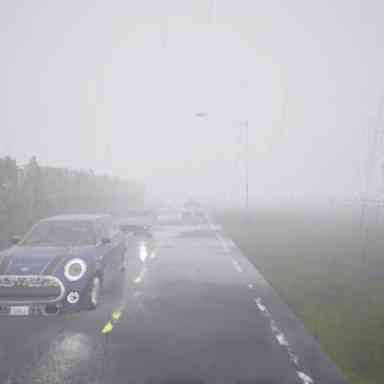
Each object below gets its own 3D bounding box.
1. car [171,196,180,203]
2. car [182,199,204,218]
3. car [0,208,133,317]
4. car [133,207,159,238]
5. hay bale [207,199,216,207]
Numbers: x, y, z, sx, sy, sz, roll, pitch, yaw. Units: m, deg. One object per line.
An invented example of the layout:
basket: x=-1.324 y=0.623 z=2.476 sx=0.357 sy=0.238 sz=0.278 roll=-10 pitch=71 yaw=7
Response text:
car: x=-3.436 y=1.556 z=69.214 sx=2.033 sy=1.411 sz=5.357 roll=0 pitch=0 yaw=-3
car: x=0.058 y=1.609 z=30.514 sx=1.895 sy=1.301 sz=4.718 roll=0 pitch=0 yaw=0
car: x=-2.861 y=1.352 z=7.716 sx=2.097 sy=1.767 sz=4.553 roll=0 pitch=0 yaw=-1
car: x=-2.872 y=1.553 z=18.025 sx=2.033 sy=1.411 sz=5.357 roll=0 pitch=0 yaw=0
hay bale: x=3.009 y=1.672 z=51.609 sx=1.220 sy=1.180 sz=1.240 roll=0 pitch=0 yaw=-1
